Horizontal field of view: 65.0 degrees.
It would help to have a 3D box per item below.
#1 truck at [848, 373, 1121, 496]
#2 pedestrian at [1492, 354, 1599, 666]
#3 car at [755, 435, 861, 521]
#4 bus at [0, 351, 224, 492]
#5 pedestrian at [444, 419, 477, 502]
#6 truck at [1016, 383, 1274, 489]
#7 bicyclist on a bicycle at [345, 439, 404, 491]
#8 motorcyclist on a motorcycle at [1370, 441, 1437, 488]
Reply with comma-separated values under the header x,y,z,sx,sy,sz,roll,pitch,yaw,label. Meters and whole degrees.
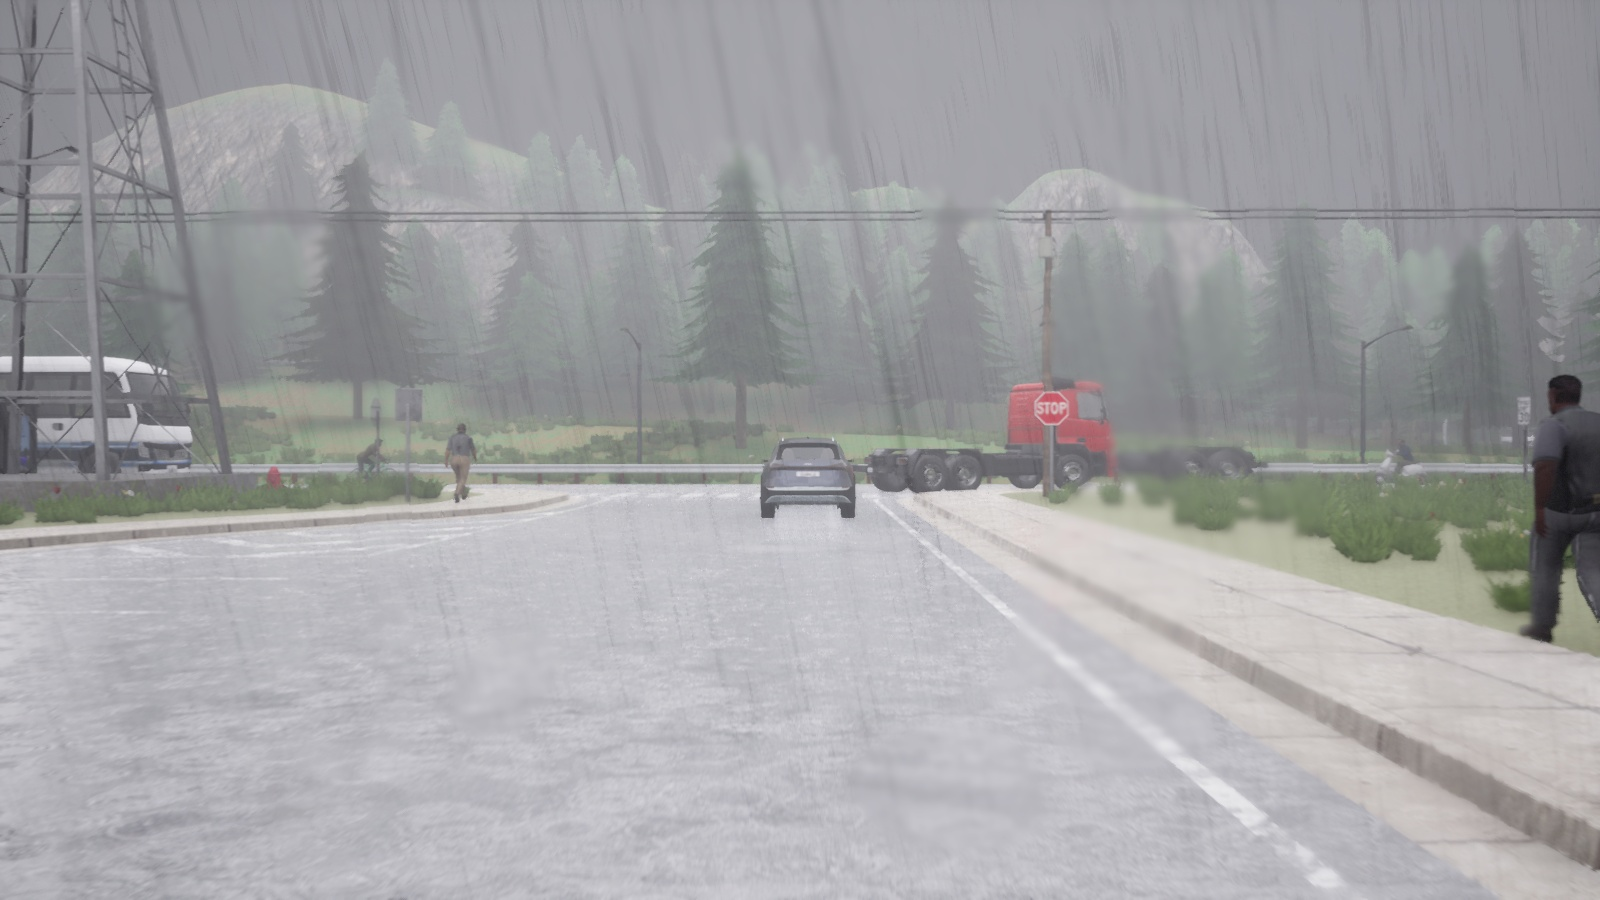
x,y,z,sx,sy,sz,roll,pitch,yaw,label
5.651,-0.447,38.293,7.936,3.462,2.891,0,0,-25,truck
4.923,0.361,7.994,0.563,1.883,0.849,0,0,0,pedestrian
0.167,0.527,26.584,2.033,1.649,4.856,0,0,0,car
-24.334,-0.874,39.868,10.273,4.253,3.944,0,0,1,bus
-7.637,0.236,28.260,0.540,1.848,0.694,0,0,2,pedestrian
11.524,-0.465,42.536,7.936,3.462,2.891,0,0,1,truck
-13.409,0.465,39.621,1.656,1.620,0.582,0,0,1,bicyclist on a bicycle
20.338,0.478,42.334,1.817,1.590,0.866,0,0,1,motorcyclist on a motorcycle
